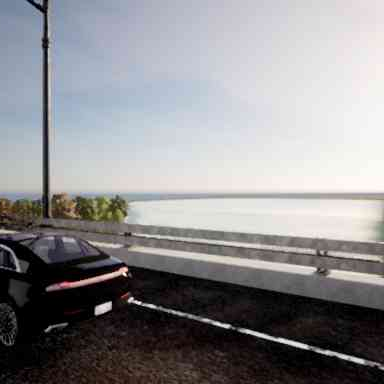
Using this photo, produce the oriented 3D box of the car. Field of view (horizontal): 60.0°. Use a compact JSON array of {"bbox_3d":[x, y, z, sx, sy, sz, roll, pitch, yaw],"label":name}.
[{"bbox_3d":[-3.283,1.523,6.356,4.902,1.511,2.128,0,0,36],"label":"car"}]
